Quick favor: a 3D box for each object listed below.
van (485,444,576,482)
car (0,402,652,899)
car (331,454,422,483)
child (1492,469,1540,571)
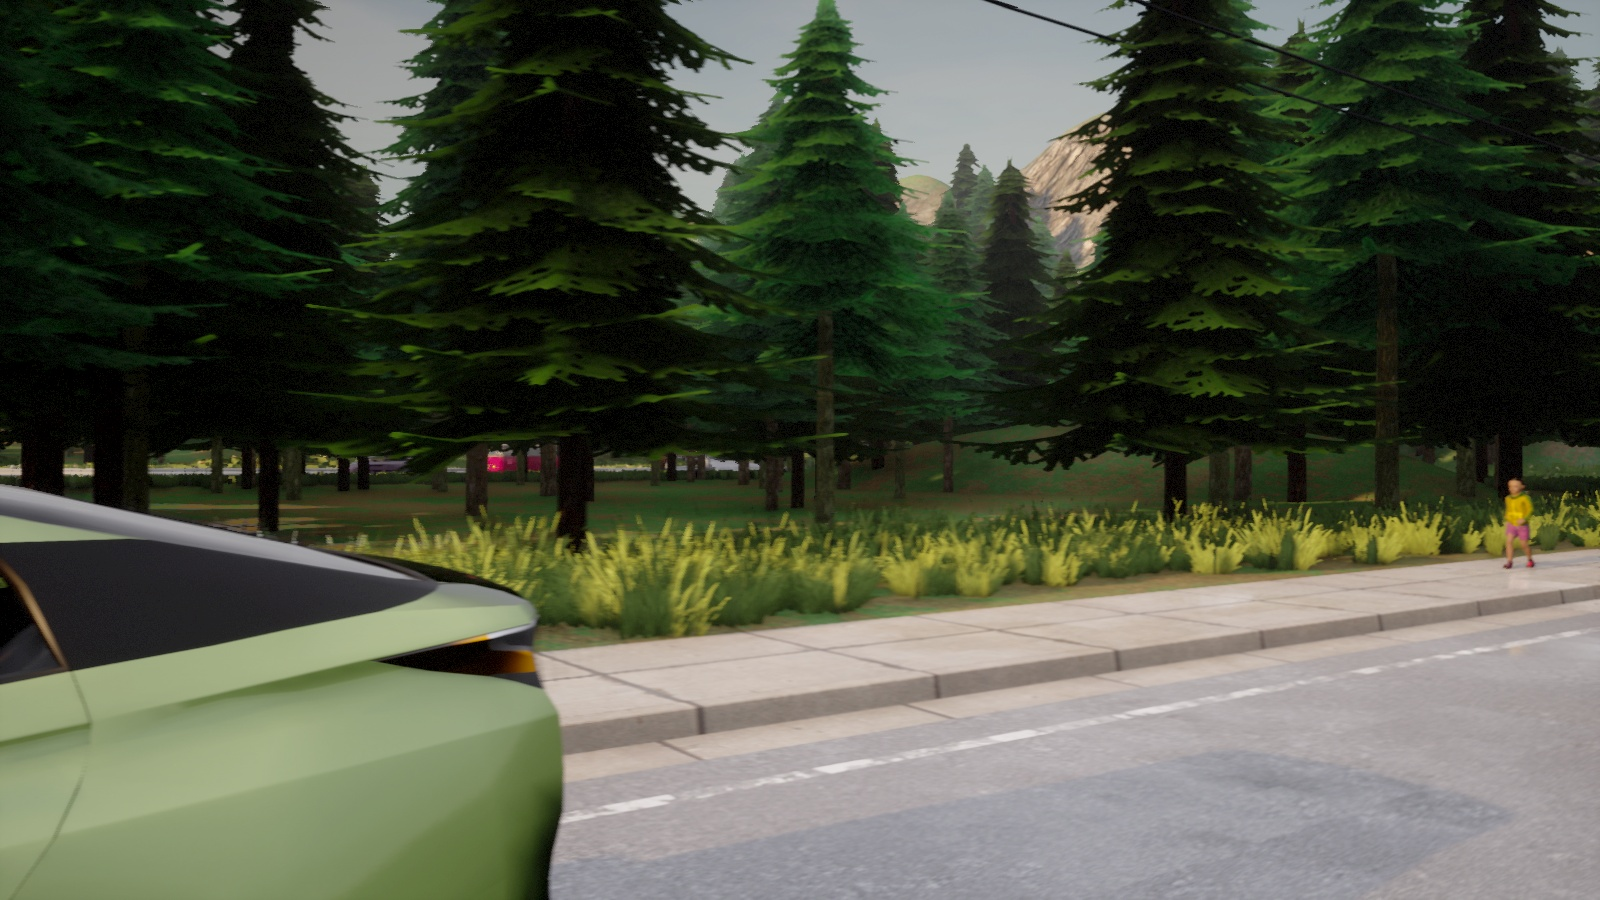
[{"bbox_3d":[-14.493,0.699,67.586,4.442,1.987,1.775,0,0,-36],"label":"van"},{"bbox_3d":[-2.690,0.702,1.780,4.514,1.525,2.007,0,0,-35],"label":"car"},{"bbox_3d":[-22.327,0.975,66.256,4.193,1.474,1.816,0,0,-36],"label":"car"},{"bbox_3d":[8.382,0.810,14.709,0.473,1.160,0.299,0,0,-33],"label":"child"}]
